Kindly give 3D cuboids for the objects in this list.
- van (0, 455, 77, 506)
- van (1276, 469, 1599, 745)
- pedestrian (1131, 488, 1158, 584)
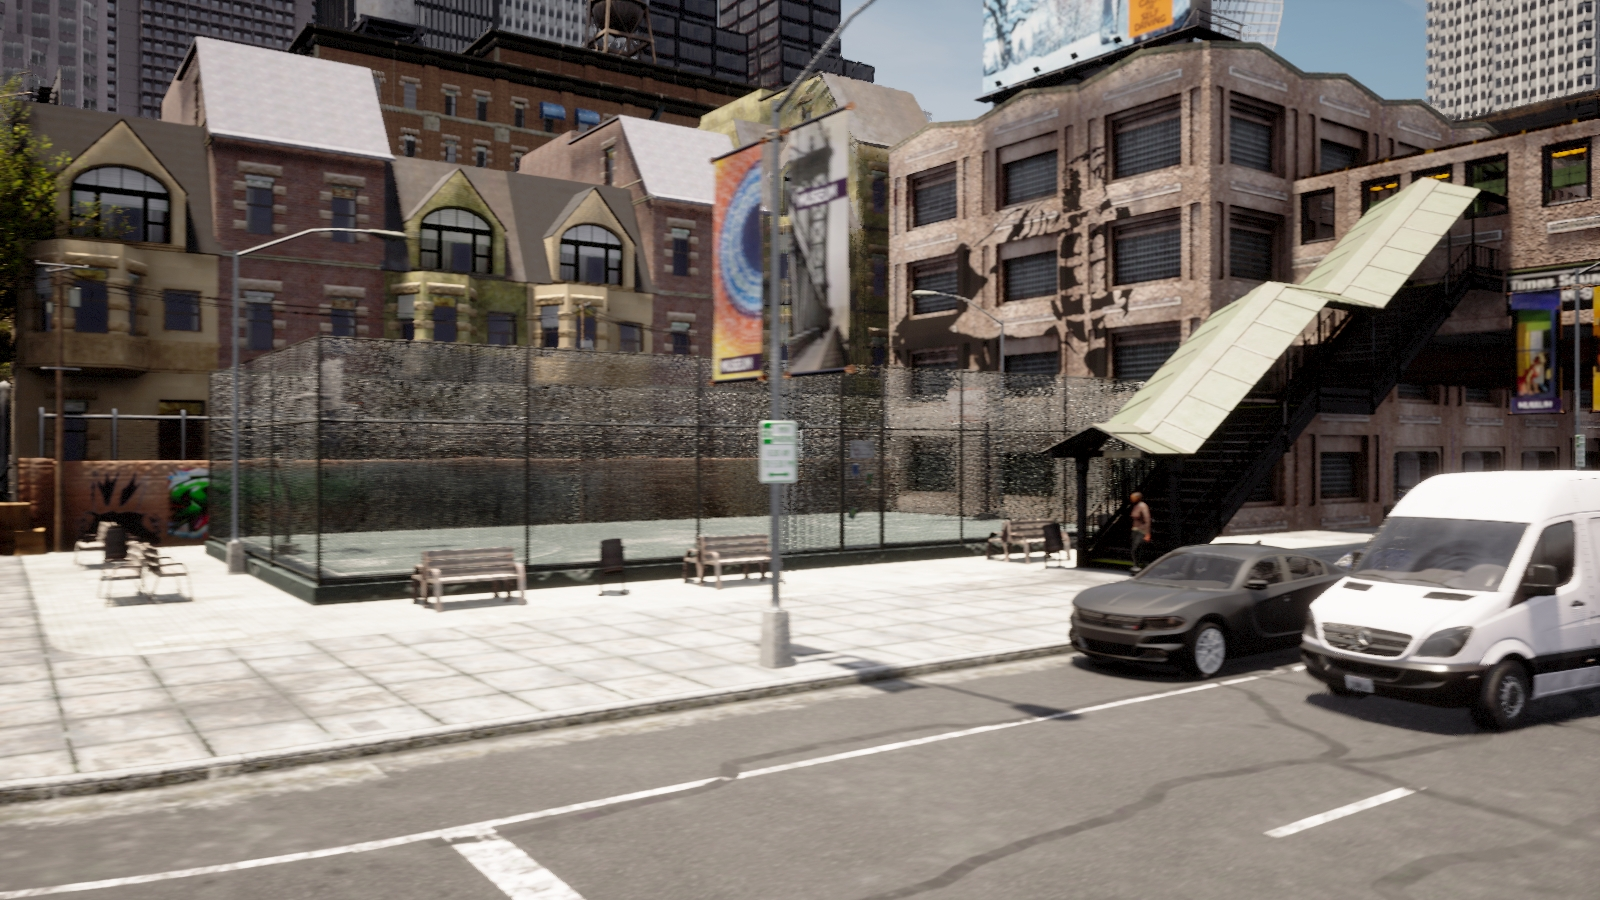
[{"bbox_3d":[-40.641,1.532,58.499,5.915,2.561,1.988,0,1,-24],"label":"van"},{"bbox_3d":[8.371,1.534,13.103,5.915,2.561,1.988,0,0,-27],"label":"van"},{"bbox_3d":[6.787,1.684,22.508,0.375,1.860,0.375,0,0,-8],"label":"pedestrian"}]
